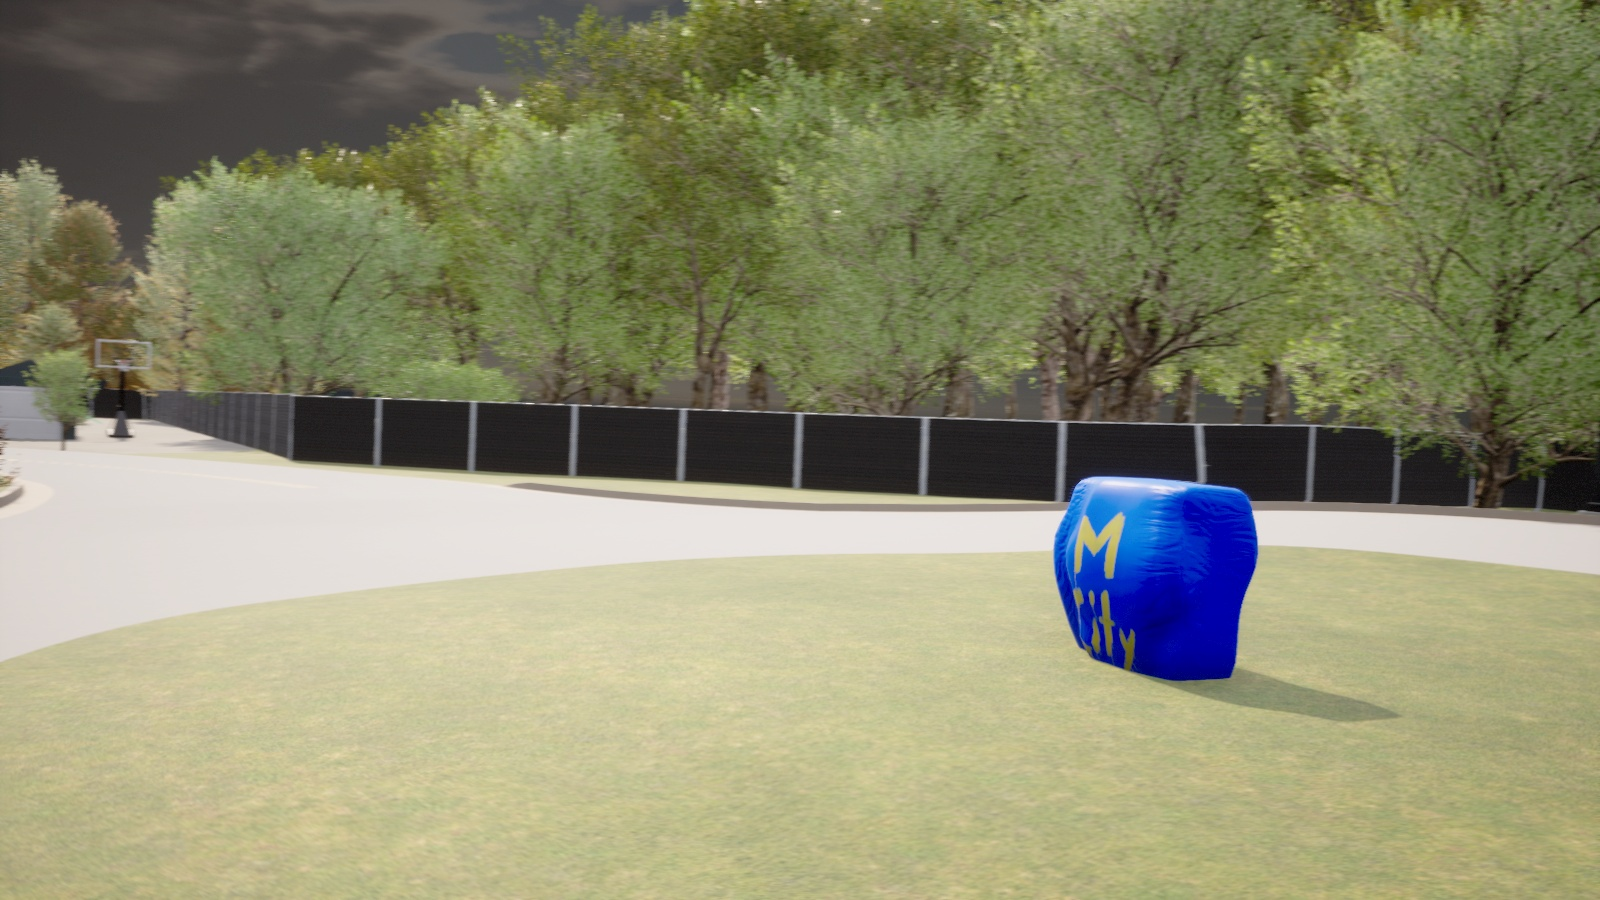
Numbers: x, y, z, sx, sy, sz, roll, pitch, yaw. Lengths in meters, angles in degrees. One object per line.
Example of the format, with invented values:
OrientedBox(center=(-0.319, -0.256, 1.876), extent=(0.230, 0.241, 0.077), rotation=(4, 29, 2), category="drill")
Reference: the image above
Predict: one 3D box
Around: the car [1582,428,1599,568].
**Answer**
OrientedBox(center=(11.068, 0.680, 12.980), extent=(2.033, 1.649, 4.856), rotation=(1, 2, -17), category="car")
